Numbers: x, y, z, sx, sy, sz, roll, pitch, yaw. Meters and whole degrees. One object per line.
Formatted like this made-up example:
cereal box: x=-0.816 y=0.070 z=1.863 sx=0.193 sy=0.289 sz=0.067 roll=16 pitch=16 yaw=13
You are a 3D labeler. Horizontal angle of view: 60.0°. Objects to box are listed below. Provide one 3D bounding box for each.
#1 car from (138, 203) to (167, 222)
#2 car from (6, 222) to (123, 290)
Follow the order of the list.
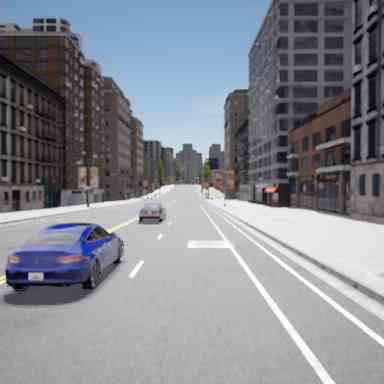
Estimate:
car: x=-3.171 y=1.632 z=27.296 sx=2.033 sy=1.411 sz=5.357 roll=0 pitch=0 yaw=0
car: x=-3.158 y=1.550 z=9.030 sx=1.812 sy=1.442 sz=4.674 roll=0 pitch=0 yaw=0
